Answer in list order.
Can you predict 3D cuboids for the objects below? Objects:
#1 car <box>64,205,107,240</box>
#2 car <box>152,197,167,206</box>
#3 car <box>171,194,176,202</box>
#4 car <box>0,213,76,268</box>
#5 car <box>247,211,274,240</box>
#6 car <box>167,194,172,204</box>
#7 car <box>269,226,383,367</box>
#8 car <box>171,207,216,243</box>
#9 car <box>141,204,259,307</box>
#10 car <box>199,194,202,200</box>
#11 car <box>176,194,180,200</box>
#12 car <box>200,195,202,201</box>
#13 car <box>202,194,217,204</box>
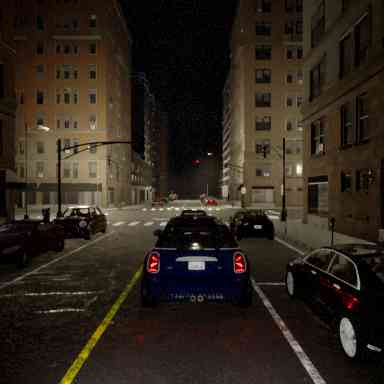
[{"bbox_3d":[-5.631,1.441,16.665,1.967,1.590,4.097,0,0,0],"label":"car"},{"bbox_3d":[-5.507,1.618,53.767,1.802,1.307,4.206,0,0,0],"label":"car"},{"bbox_3d":[-5.393,1.626,80.640,1.752,1.417,4.829,0,0,0],"label":"car"},{"bbox_3d":[-5.645,1.582,11.163,1.802,1.307,4.206,0,0,0],"label":"car"},{"bbox_3d":[2.894,1.567,16.644,1.947,1.339,4.313,0,0,0],"label":"car"},{"bbox_3d":[-5.460,1.607,64.584,2.008,1.369,4.403,0,0,0],"label":"car"},{"bbox_3d":[2.867,1.551,5.641,2.008,1.369,4.403,0,0,0],"label":"car"},{"bbox_3d":[0.084,1.565,16.714,1.994,1.385,4.181,0,0,0],"label":"car"},{"bbox_3d":[0.097,1.352,8.131,2.097,1.767,4.553,0,0,0],"label":"car"},{"bbox_3d":[3.109,1.524,75.369,1.967,1.590,4.097,0,0,0],"label":"car"},{"bbox_3d":[-5.347,1.457,91.627,2.192,1.841,5.009,0,0,0],"label":"car"},{"bbox_3d":[3.065,1.607,64.551,2.008,1.369,4.403,0,0,0],"label":"car"},{"bbox_3d":[3.018,1.476,53.734,1.967,1.590,4.097,0,0,0],"label":"car"}]
